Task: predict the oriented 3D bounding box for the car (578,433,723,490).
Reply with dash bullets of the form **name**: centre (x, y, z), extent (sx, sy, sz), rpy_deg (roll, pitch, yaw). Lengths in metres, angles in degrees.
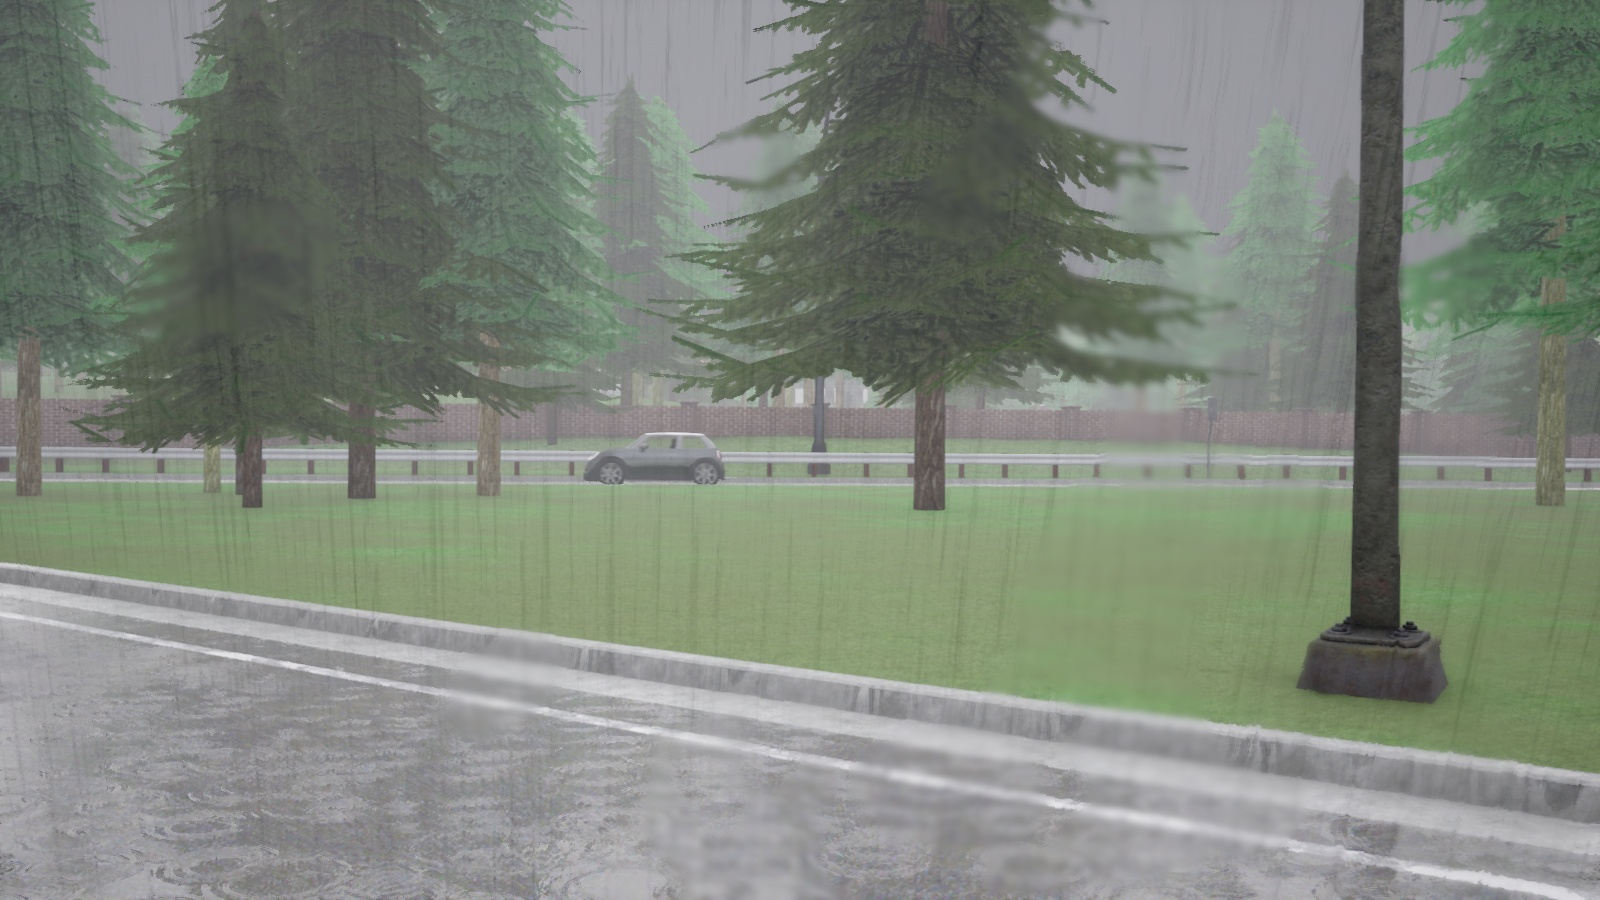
- **car**: centre (-4.039, 0.290, 34.352), extent (3.806, 1.475, 1.970), rpy_deg (-1, 1, -5)
